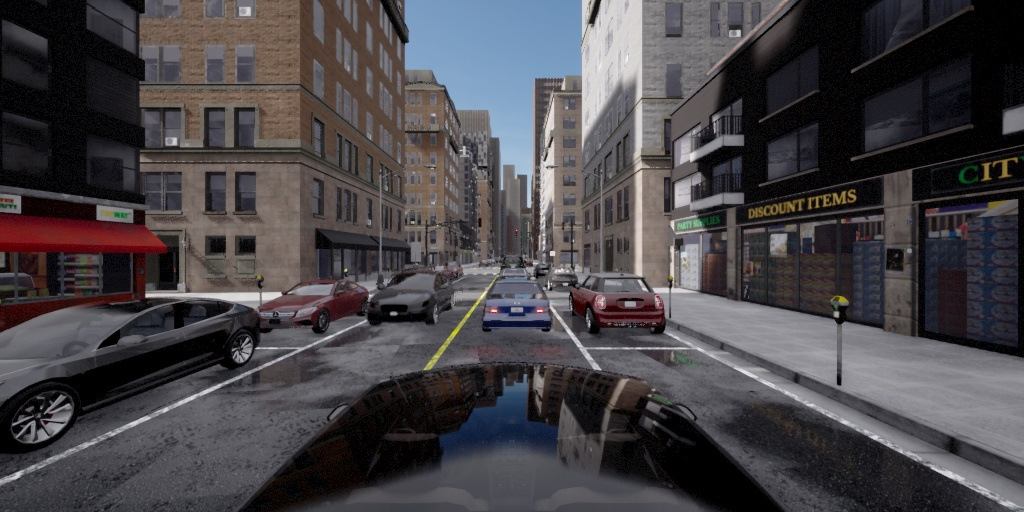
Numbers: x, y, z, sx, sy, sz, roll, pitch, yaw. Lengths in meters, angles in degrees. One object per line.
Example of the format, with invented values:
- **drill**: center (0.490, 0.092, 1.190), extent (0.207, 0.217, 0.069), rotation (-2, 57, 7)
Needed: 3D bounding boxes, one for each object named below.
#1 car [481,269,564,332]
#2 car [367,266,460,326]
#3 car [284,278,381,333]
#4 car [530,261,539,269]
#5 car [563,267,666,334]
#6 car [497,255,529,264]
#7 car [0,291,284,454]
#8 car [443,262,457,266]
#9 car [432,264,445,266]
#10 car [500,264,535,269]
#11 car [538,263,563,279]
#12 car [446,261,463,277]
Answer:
- **car**: center (0.120, 1.297, 10.843), extent (2.033, 1.411, 5.357), rotation (0, 0, 0)
- **car**: center (-3.079, 1.254, 11.781), extent (1.837, 1.490, 4.892), rotation (0, 0, 0)
- **car**: center (-5.652, 1.332, 10.648), extent (1.802, 1.307, 4.207), rotation (0, 0, 0)
- **car**: center (2.926, 1.319, 32.633), extent (1.948, 1.339, 4.313), rotation (0, 0, 0)
- **car**: center (2.874, 1.189, 10.628), extent (1.967, 1.591, 4.097), rotation (0, 0, 0)
- **car**: center (0.075, 0.974, 31.380), extent (2.150, 2.045, 5.566), rotation (0, 0, -1)
- **car**: center (-5.665, 1.315, 5.147), extent (1.948, 1.339, 4.313), rotation (0, 0, 0)
- **car**: center (-5.613, 1.334, 27.152), extent (1.802, 1.307, 4.207), rotation (0, 0, 0)
- **car**: center (-5.626, 1.317, 21.651), extent (1.948, 1.339, 4.313), rotation (0, 0, 0)
- **car**: center (0.142, 1.352, 21.349), extent (1.895, 1.301, 4.718), rotation (0, 0, 0)
- **car**: center (2.899, 1.301, 21.631), extent (2.007, 1.370, 4.403), rotation (0, 0, 0)
- **car**: center (-5.600, 1.193, 32.654), extent (1.967, 1.591, 4.097), rotation (0, 0, 0)
